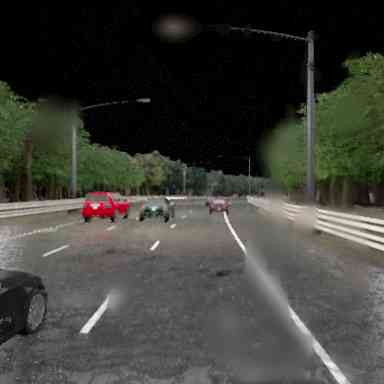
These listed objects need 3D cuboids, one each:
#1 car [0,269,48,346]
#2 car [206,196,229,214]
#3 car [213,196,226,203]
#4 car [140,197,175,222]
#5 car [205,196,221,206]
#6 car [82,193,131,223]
[{"bbox_3d":[-3.340,1.498,3.658,1.812,1.442,4.674,0,0,1],"label":"car"},{"bbox_3d":[2.609,1.338,32.166,1.812,1.442,4.674,0,0,5],"label":"car"},{"bbox_3d":[5.420,1.459,65.036,1.994,1.385,4.181,0,-1,10],"label":"car"},{"bbox_3d":[-2.510,1.201,25.067,2.097,1.767,4.553,0,0,4],"label":"car"},{"bbox_3d":[3.240,1.341,50.581,1.994,1.385,4.181,0,0,8],"label":"car"},{"bbox_3d":[-6.089,1.076,24.143,2.150,2.045,5.566,0,0,4],"label":"car"}]
